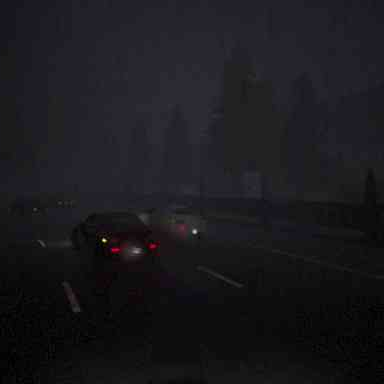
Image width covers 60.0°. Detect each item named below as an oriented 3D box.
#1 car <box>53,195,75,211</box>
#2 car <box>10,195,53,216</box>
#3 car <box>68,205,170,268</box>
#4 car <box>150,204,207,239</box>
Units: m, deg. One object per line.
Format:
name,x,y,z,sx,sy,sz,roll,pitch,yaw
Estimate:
car,-12.967,1.006,31.779,2.033,1.411,5.357,-1,1,-41
car,-13.045,1.039,26.341,2.128,1.511,4.902,-1,1,-38
car,-2.595,1.344,10.732,1.812,1.442,4.674,0,1,-29
car,-1.059,1.275,15.076,1.812,1.442,4.674,0,1,-30
